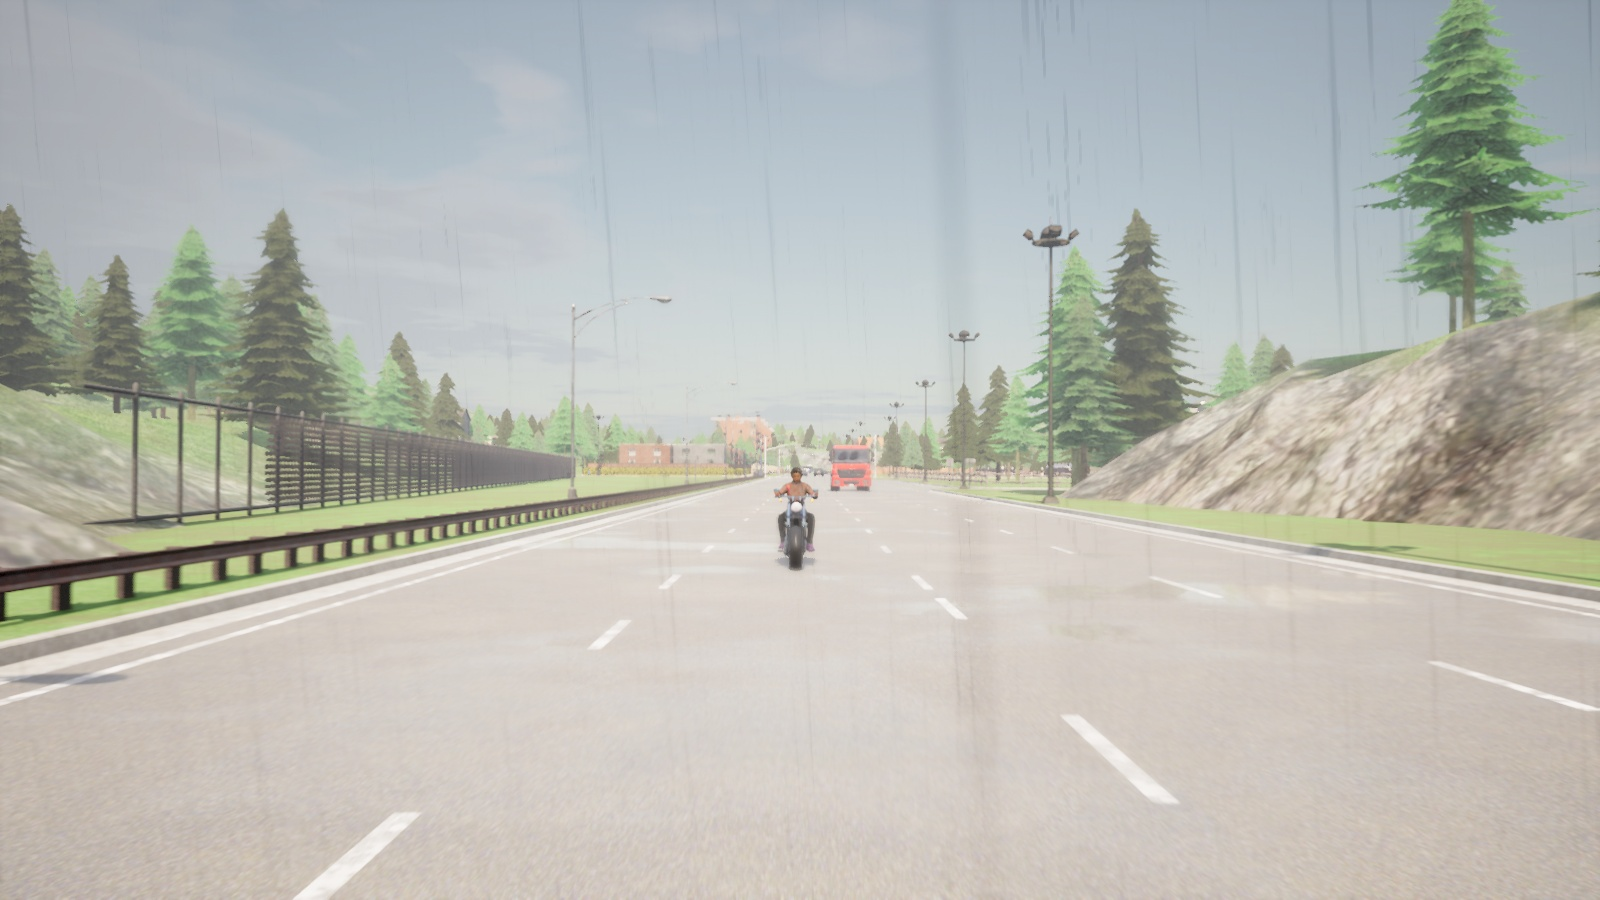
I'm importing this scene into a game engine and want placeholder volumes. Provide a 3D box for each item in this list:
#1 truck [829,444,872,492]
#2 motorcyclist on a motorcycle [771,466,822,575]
[{"bbox_3d":[3.739,1.339,94.464,2.891,3.462,7.936,0,-1,0],"label":"truck"},{"bbox_3d":[-0.053,1.092,20.339,0.766,1.649,2.350,0,-1,0],"label":"motorcyclist on a motorcycle"}]
